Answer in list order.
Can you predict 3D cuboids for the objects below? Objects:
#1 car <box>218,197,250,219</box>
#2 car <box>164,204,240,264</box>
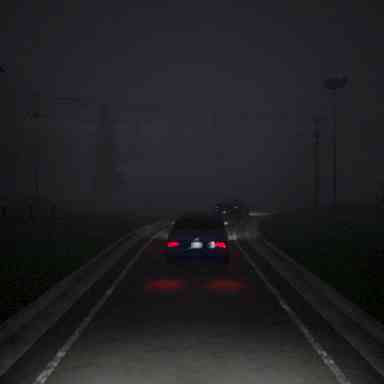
[{"bbox_3d":[2.928,1.094,24.096,1.812,1.442,4.674,0,1,20],"label":"car"},{"bbox_3d":[0.232,1.349,10.977,2.033,1.411,5.357,0,1,3],"label":"car"}]
